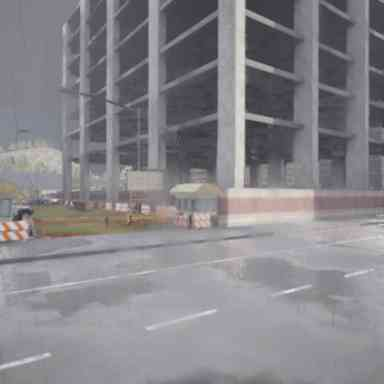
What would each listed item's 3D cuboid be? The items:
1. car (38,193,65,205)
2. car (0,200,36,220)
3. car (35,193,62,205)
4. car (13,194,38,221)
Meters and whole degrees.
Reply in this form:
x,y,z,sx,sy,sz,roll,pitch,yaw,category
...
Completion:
x,y,z,sx,sy,sz,roll,pitch,yaw,category
-22.653,1.186,54.064,3.866,1.878,1.905,0,0,-36,car
-14.606,1.363,25.863,4.193,1.474,1.816,0,0,-36,car
-24.380,1.188,56.444,3.866,1.878,1.905,0,0,-36,car
-13.287,1.171,23.363,3.866,1.878,1.905,0,0,-36,car
